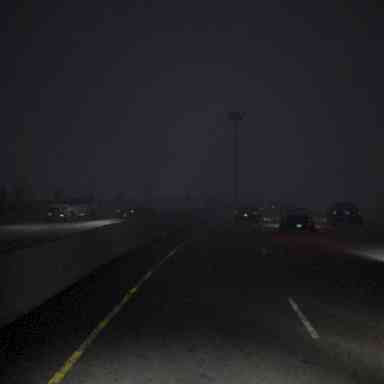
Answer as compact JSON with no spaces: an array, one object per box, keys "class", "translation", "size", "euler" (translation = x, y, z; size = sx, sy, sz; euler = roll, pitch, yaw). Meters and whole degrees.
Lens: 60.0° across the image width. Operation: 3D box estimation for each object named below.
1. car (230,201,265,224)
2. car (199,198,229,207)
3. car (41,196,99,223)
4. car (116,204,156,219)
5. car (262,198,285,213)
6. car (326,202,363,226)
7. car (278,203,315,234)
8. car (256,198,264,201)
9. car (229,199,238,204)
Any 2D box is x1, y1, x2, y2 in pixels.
[{"class":"car","translation":[4.631,1.722,26.836],"size":[1.994,1.385,4.181],"euler":[0,-1,17]},{"class":"car","translation":[2.509,1.618,41.034],"size":[2.097,1.767,4.553],"euler":[0,-1,26]},{"class":"car","translation":[-9.949,1.367,27.730],"size":[2.150,2.045,5.566],"euler":[0,-1,16]},{"class":"car","translation":[-5.192,1.778,31.369],"size":[1.895,1.301,4.718],"euler":[0,0,19]},{"class":"car","translation":[10.694,1.782,41.386],"size":[2.163,1.488,4.792],"euler":[0,-1,27]},{"class":"car","translation":[11.392,1.508,25.067],"size":[2.097,1.767,4.553],"euler":[0,0,17]},{"class":"car","translation":[6.328,1.644,20.182],"size":[1.812,1.442,4.674],"euler":[0,0,14]},{"class":"car","translation":[14.241,1.978,68.313],"size":[1.837,1.490,4.892],"euler":[0,-1,31]},{"class":"car","translation":[7.598,2.016,64.136],"size":[1.812,1.442,4.674],"euler":[0,-1,32]}]
